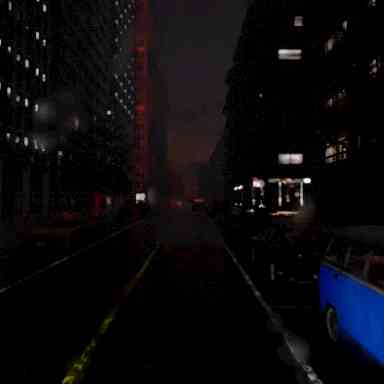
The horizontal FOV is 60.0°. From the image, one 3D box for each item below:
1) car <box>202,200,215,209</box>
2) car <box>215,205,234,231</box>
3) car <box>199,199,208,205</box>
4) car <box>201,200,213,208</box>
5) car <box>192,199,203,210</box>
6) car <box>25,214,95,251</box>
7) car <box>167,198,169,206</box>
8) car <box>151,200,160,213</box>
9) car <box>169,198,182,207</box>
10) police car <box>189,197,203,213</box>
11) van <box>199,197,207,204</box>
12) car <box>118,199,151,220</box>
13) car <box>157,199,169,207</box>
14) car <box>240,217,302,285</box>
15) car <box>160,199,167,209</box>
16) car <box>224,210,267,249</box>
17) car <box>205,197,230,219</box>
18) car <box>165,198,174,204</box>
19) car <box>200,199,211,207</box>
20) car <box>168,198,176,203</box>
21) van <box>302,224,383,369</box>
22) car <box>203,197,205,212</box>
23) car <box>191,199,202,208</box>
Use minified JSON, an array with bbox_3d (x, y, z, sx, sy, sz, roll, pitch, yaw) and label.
[{"bbox_3d":[2.690,2.061,54.945,1.752,1.417,4.829,1,-1,0],"label":"car"},{"bbox_3d":[2.719,1.756,20.837,1.887,1.381,4.507,1,-1,0],"label":"car"},{"bbox_3d":[2.686,2.300,77.400,1.947,1.339,4.313,1,-1,0],"label":"car"},{"bbox_3d":[2.689,2.151,60.430,1.947,1.339,4.313,1,-1,0],"label":"car"},{"bbox_3d":[0.890,1.987,54.562,1.801,1.575,5.366,0,-1,0],"label":"car"},{"bbox_3d":[-5.750,1.680,15.042,1.752,1.417,4.829,1,-1,0],"label":"car"},{"bbox_3d":[-5.691,2.129,60.463,1.887,1.381,4.507,1,-1,0],"label":"car"},{"bbox_3d":[-5.688,1.973,43.493,1.887,1.381,4.507,1,-1,0],"label":"car"},{"bbox_3d":[-3.037,2.099,64.590,1.882,1.535,5.008,0,0,1],"label":"car"},{"bbox_3d":[0.892,1.863,44.482,1.930,1.638,5.238,0,-1,0],"label":"police car"},{"bbox_3d":[2.688,2.125,83.059,1.690,1.788,3.998,1,0,0],"label":"van"},{"bbox_3d":[-5.683,1.635,32.182,2.192,1.841,5.009,1,-1,0],"label":"car"},{"bbox_3d":[-5.693,2.201,66.119,1.947,1.339,4.313,1,-1,0],"label":"car"},{"bbox_3d":[2.809,1.650,9.525,2.008,1.369,4.403,1,-1,0],"label":"car"},{"bbox_3d":[-5.691,2.115,54.806,1.802,1.307,4.206,1,-1,0],"label":"car"},{"bbox_3d":[2.764,1.722,15.181,1.947,1.339,4.313,1,-1,0],"label":"car"},{"bbox_3d":[2.697,1.636,32.151,2.192,1.841,5.009,1,-1,0],"label":"car"},{"bbox_3d":[-5.694,2.224,83.092,1.967,1.590,4.097,1,-1,0],"label":"car"},{"bbox_3d":[2.688,2.186,66.087,2.008,1.369,4.403,1,-1,0],"label":"car"},{"bbox_3d":[-5.698,2.463,94.404,1.802,1.307,4.206,1,0,0],"label":"car"},{"bbox_3d":[2.831,1.383,3.867,1.690,1.788,3.998,1,-1,0],"label":"van"},{"bbox_3d":[2.696,1.690,37.807,2.192,1.841,5.009,1,-1,0],"label":"car"},{"bbox_3d":[0.805,2.042,60.560,1.801,1.575,5.366,0,-1,0],"label":"car"}]
